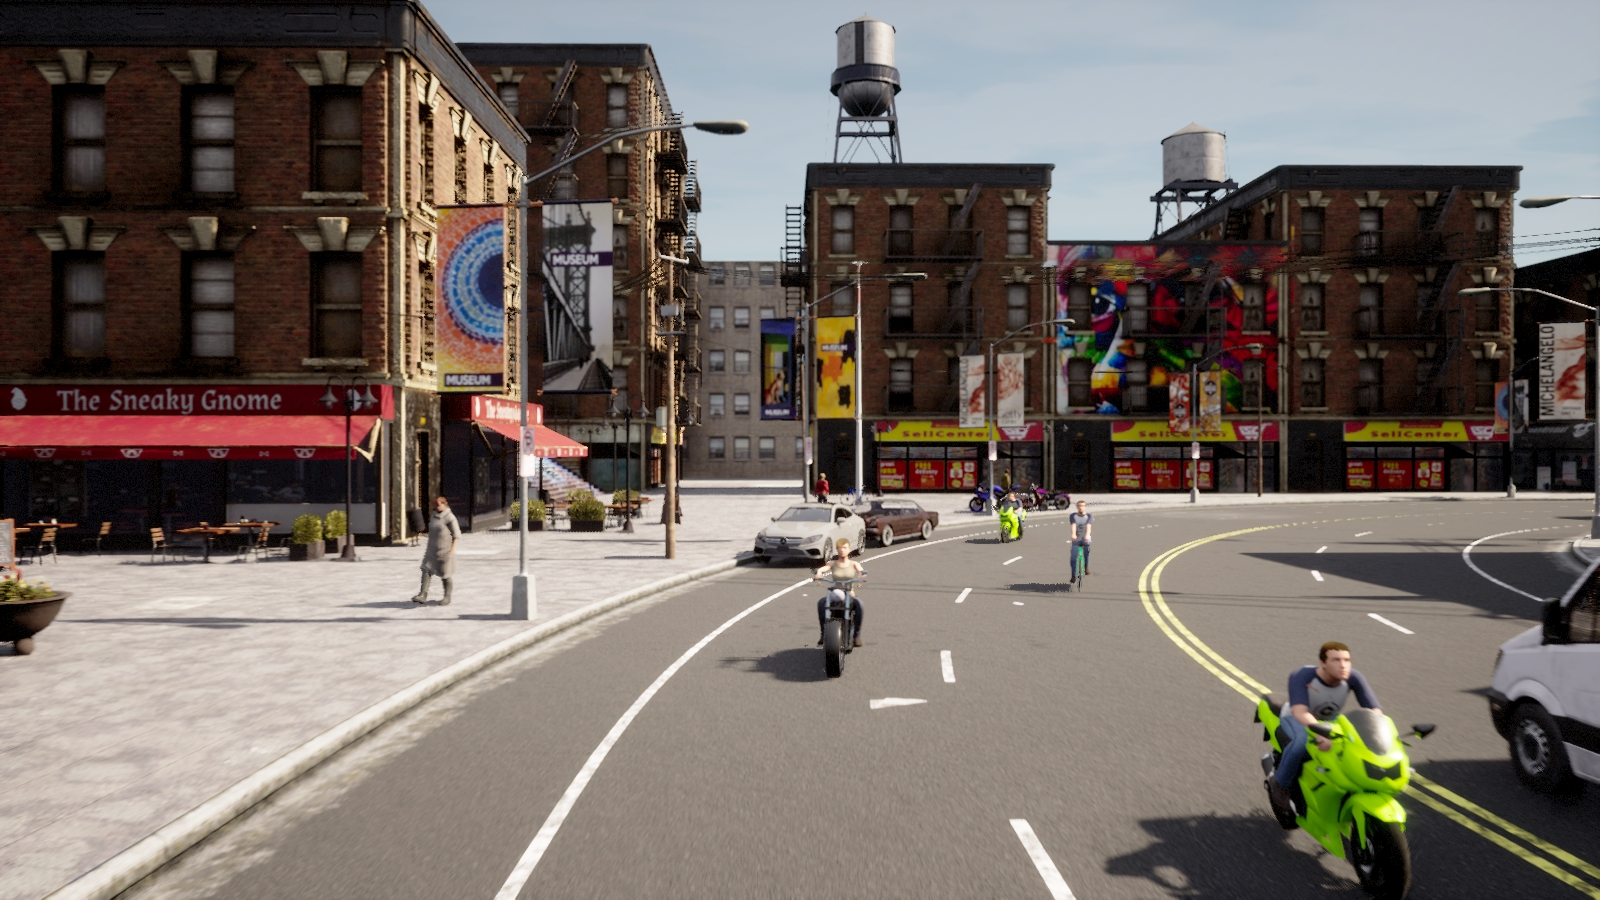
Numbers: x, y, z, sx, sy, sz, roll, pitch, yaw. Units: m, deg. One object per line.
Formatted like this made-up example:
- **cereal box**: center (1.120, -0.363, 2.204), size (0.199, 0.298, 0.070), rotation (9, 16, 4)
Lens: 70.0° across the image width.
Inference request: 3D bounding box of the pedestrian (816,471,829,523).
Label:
- **pedestrian**: center (0.824, 1.698, 41.263), size (0.375, 1.860, 0.375), rotation (0, 0, 19)

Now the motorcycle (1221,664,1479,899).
- **motorcycle**: center (3.603, 2.213, 7.728), size (0.803, 1.145, 2.033), rotation (0, 0, 1)

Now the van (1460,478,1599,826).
- **van**: center (6.967, 1.534, 7.438), size (1.988, 2.561, 5.915), rotation (0, 0, 1)

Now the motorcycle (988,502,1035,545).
- **motorcycle**: center (6.427, 2.213, 34.562), size (0.803, 1.145, 2.033), rotation (1, 0, 28)

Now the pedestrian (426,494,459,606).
- **pedestrian**: center (-6.073, 1.696, 19.424), size (0.375, 1.860, 0.375), rotation (0, 0, 20)

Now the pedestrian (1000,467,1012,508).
- **pedestrian**: center (9.319, 1.696, 51.585), size (0.375, 1.860, 0.375), rotation (0, 0, -33)

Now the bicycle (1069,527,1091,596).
- **bicycle**: center (5.585, 2.206, 22.780), size (0.373, 1.196, 1.643), rotation (1, 0, 15)

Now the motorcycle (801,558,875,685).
- **motorcycle**: center (0.534, 2.170, 14.921), size (0.764, 1.277, 2.356), rotation (0, 0, 7)
